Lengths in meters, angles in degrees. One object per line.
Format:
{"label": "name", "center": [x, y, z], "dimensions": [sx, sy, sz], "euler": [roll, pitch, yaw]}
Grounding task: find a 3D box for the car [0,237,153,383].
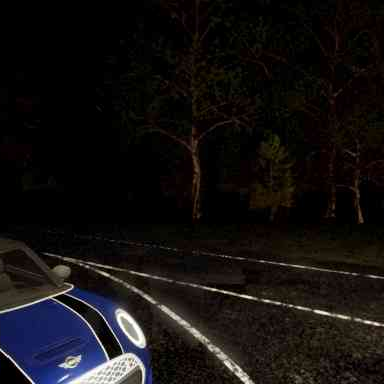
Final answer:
{"label": "car", "center": [-2.596, 1.338, 3.735], "dimensions": [4.553, 1.767, 2.097], "euler": [1, 0, 35]}
